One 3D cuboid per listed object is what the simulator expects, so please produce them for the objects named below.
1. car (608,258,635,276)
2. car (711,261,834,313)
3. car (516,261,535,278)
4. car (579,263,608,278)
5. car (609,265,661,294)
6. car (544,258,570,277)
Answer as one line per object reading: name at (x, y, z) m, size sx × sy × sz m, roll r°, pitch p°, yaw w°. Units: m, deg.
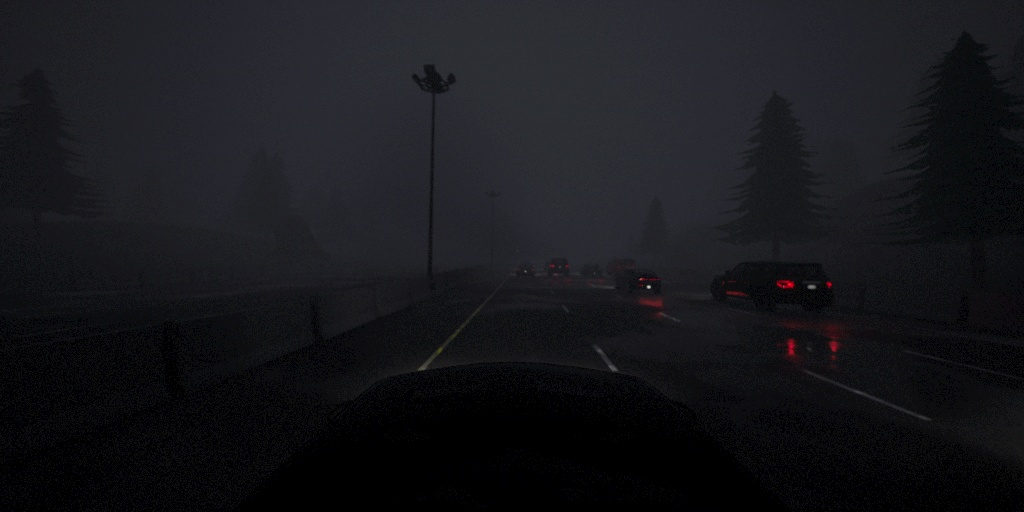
car at (12.023, 1.284, 39.593) m, size 2.150 × 2.045 × 5.566 m, roll 1°, pitch 0°, yaw 2°
car at (11.093, 1.228, 15.823) m, size 2.150 × 2.045 × 5.566 m, roll 1°, pitch 0°, yaw 2°
car at (1.463, 1.536, 38.382) m, size 1.994 × 1.385 × 4.181 m, roll 1°, pitch 0°, yaw 3°
car at (8.483, 1.525, 38.739) m, size 2.128 × 1.511 × 4.902 m, roll 1°, pitch 0°, yaw 2°
car at (7.860, 1.520, 22.754) m, size 1.837 × 1.490 × 4.892 m, roll 1°, pitch 0°, yaw 2°
car at (5.006, 1.222, 39.292) m, size 2.150 × 2.045 × 5.566 m, roll 1°, pitch 0°, yaw 2°
